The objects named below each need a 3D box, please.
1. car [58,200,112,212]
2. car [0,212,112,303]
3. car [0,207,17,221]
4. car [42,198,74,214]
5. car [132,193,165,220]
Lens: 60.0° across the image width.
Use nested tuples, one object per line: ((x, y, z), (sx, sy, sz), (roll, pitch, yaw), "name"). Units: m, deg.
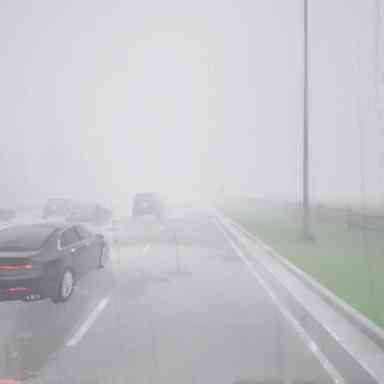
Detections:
((-6.974, 1.453, 22.946), (2.033, 1.411, 5.357), (0, 0, 0), "car")
((-3.425, 1.472, 8.103), (1.837, 1.490, 4.892), (0, 0, 0), "car")
((-13.972, 1.465, 22.311), (2.033, 1.411, 5.357), (0, 0, 0), "car")
((-10.490, 1.242, 27.457), (2.097, 1.767, 4.553), (0, 0, 0), "car")
((-3.489, 1.104, 27.381), (2.150, 2.045, 5.566), (0, 0, 0), "car")
